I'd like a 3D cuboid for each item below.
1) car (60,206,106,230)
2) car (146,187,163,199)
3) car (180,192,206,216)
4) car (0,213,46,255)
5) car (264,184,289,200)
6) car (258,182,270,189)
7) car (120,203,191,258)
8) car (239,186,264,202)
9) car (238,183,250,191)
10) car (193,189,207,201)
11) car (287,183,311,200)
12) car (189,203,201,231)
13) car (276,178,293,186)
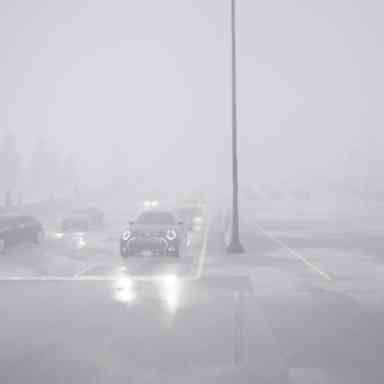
[{"bbox_3d":[-7.665,1.807,23.888,1.837,1.490,4.892,-1,0,4],"label":"car"},{"bbox_3d":[-5.655,0.115,50.555,2.128,1.511,4.902,-1,6,4],"label":"car"},{"bbox_3d":[-0.004,1.320,32.975,2.097,1.767,4.553,-1,3,4],"label":"car"},{"bbox_3d":[-8.306,1.753,14.661,1.837,1.490,4.892,-1,-1,4],"label":"car"},{"bbox_3d":[11.696,0.218,46.444,1.882,1.535,5.008,-1,6,5],"label":"car"},{"bbox_3d":[12.450,-0.974,56.817,1.882,1.535,5.008,-1,7,4],"label":"car"},{"bbox_3d":[-1.372,1.516,13.473,2.097,1.767,4.553,-1,-1,4],"label":"car"},{"bbox_3d":[7.994,0.487,45.197,2.033,1.411,5.357,-1,6,4],"label":"car"},{"bbox_3d":[8.752,-0.764,55.606,1.882,1.535,5.008,-1,7,4],"label":"car"},{"bbox_3d":[0.810,0.556,43.781,2.097,1.767,4.553,-1,5,5],"label":"car"},{"bbox_3d":[15.233,0.108,46.861,1.882,1.535,5.008,-1,6,4],"label":"car"},{"bbox_3d":[-0.721,1.779,22.881,2.033,1.411,5.357,-1,0,4],"label":"car"},{"bbox_3d":[15.896,-1.345,57.234,2.150,2.045,5.566,-1,7,4],"label":"car"}]
